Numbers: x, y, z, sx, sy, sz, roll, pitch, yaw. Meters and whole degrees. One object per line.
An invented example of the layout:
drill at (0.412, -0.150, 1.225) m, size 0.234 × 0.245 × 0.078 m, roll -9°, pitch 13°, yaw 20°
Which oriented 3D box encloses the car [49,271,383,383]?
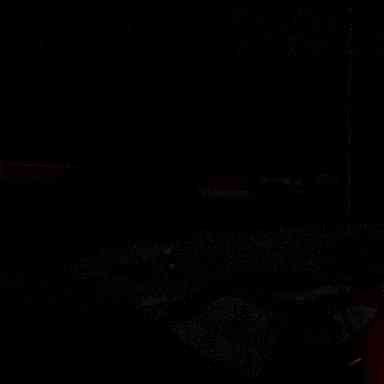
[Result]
car at (0.715, 1.568, 3.302) m, size 4.206 × 1.307 × 1.802 m, roll 0°, pitch 2°, yaw -35°
